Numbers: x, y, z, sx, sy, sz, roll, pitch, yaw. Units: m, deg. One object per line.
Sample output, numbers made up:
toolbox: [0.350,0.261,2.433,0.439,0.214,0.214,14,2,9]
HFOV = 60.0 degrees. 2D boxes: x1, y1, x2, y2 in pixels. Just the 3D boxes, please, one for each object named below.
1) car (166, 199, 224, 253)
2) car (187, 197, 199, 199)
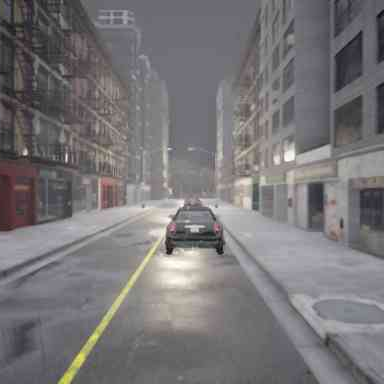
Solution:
car: [0.097,1.341,13.709,2.097,1.767,4.553,0,0,0]
car: [0.089,1.334,38.435,2.097,1.767,4.553,0,0,0]
